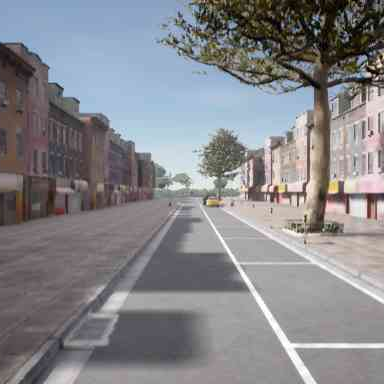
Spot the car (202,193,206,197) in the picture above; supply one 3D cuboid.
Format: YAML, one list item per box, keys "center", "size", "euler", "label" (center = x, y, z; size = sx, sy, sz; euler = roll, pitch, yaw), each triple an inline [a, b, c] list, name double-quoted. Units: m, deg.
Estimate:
- center: [2.981, 1.159, 55.644]
  size: [2.150, 2.045, 5.566]
  euler: [0, 0, 0]
  label: "car"

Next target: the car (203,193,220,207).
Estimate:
- center: [3.025, 1.396, 48.804]
  size: [1.801, 1.575, 5.366]
  euler: [0, 0, 0]
  label: "car"
